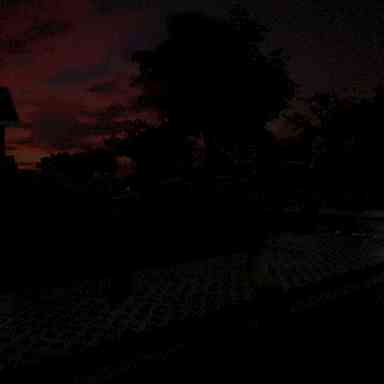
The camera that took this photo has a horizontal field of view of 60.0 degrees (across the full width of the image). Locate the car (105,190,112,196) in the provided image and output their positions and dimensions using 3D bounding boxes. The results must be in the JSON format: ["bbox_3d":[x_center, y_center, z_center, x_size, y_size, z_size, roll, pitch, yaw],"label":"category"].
[{"bbox_3d":[-22.449,0.211,91.765,2.097,1.767,4.553,-2,1,6],"label":"car"}]

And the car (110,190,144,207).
[{"bbox_3d":[-6.833,0.901,36.613,2.128,1.511,4.902,-3,2,-34],"label":"car"}]
